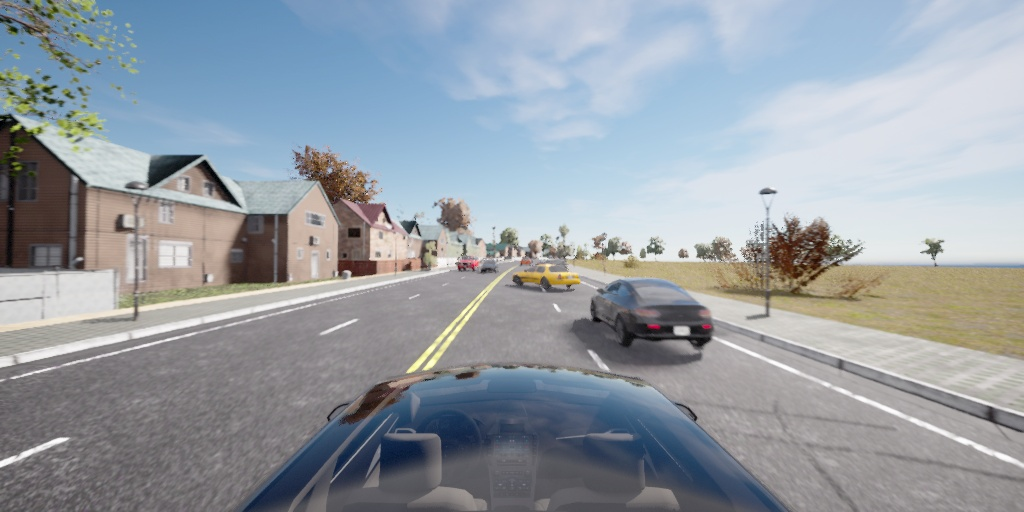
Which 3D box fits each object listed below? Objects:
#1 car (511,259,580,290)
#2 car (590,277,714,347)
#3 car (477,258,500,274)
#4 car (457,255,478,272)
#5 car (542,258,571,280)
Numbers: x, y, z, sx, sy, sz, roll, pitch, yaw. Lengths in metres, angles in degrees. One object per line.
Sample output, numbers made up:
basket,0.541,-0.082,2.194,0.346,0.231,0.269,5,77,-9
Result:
car,1.917,1.172,22.482,1.801,1.575,5.366,0,0,-33
car,3.283,1.265,9.192,1.812,1.442,4.674,0,0,1
car,-2.460,1.193,40.566,1.837,1.490,4.892,0,0,3
car,-5.462,0.906,45.680,2.150,2.045,5.566,0,0,3
car,3.748,1.054,31.045,2.097,1.767,4.553,0,0,2
